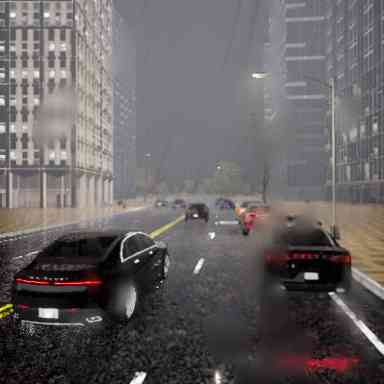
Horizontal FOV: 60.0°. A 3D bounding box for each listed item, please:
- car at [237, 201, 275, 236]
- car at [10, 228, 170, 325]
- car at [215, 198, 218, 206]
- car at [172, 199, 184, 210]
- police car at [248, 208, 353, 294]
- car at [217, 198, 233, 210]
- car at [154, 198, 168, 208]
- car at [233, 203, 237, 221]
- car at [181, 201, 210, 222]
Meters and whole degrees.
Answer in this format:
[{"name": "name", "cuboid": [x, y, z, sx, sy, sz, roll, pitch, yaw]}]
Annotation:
[{"name": "car", "cuboid": [3.865, 1.420, 19.037, 2.097, 1.767, 4.553, 0, 0, 6]}, {"name": "car", "cuboid": [-1.769, 1.541, 7.285, 1.837, 1.490, 4.892, 0, 0, 8]}, {"name": "car", "cuboid": [5.043, 1.777, 58.908, 1.812, 1.442, 4.674, 0, 0, 0]}, {"name": "car", "cuboid": [-1.846, 1.742, 47.379, 1.812, 1.442, 4.674, 0, 0, 2]}, {"name": "police car", "cuboid": [2.682, 1.455, 9.087, 1.930, 1.638, 5.238, 0, 0, 8]}, {"name": "car", "cuboid": [4.803, 1.711, 45.390, 1.812, 1.442, 4.674, 0, 0, 2]}, {"name": "car", "cuboid": [-4.958, 1.749, 53.608, 2.128, 1.511, 4.902, 0, 0, 1]}, {"name": "car", "cuboid": [4.455, 1.444, 25.103, 2.097, 1.767, 4.553, 0, 0, 5]}, {"name": "car", "cuboid": [0.483, 1.642, 27.540, 1.812, 1.442, 4.674, 0, 0, 5]}]
